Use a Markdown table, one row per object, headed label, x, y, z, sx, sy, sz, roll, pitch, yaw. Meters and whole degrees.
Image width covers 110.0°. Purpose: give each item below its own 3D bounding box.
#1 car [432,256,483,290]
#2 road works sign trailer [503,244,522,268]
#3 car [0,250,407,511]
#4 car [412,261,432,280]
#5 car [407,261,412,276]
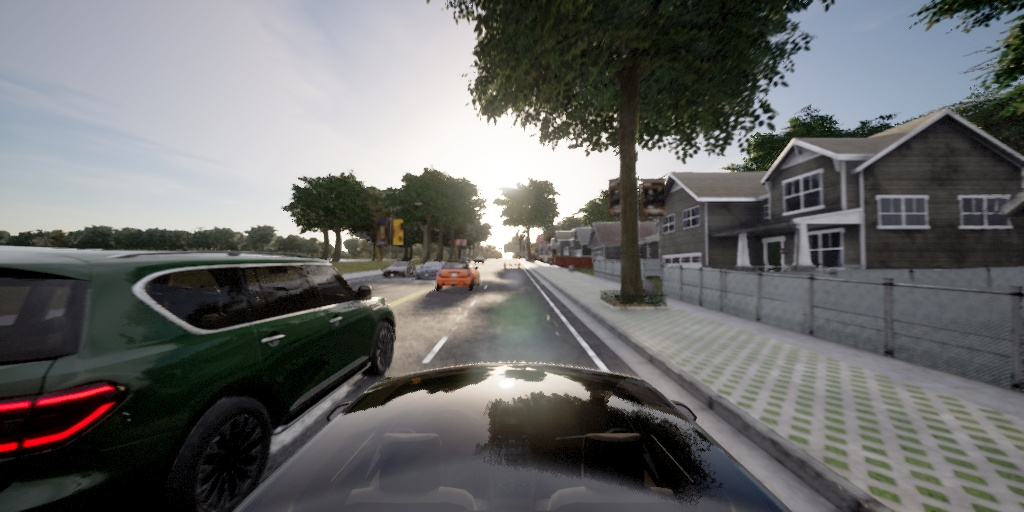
| label | x | y | z | sx | sy | sz | roll | pitch | yaw |
| --- | --- | --- | --- | --- | --- | --- | --- | --- | --- |
| car | -3.146 | 1.036 | 21.647 | 2.097 | 1.767 | 4.553 | 0 | 0 | 0 |
| road works sign trailer | 0.004 | -0.055 | 51.535 | 2.380 | 3.560 | 2.880 | 0 | 0 | 1 |
| car | -3.162 | 0.972 | 4.222 | 2.150 | 2.045 | 5.566 | 0 | 0 | 0 |
| car | -6.592 | 1.160 | 29.980 | 1.812 | 1.442 | 4.674 | 0 | 0 | 0 |
| car | -9.844 | 1.168 | 32.101 | 2.033 | 1.411 | 5.357 | 0 | 0 | 0 |
